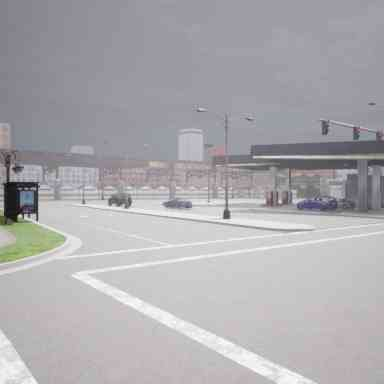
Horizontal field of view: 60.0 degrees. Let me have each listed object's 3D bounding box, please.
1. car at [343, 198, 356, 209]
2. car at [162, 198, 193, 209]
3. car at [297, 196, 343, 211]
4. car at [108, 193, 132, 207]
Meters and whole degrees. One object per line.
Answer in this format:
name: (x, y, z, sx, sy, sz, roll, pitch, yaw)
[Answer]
car: (18.617, 1.456, 42.259, 1.970, 1.475, 3.806, 0, 0, -35)
car: (-2.039, 1.547, 45.018, 2.033, 1.411, 5.357, 0, 0, -35)
car: (14.343, 1.295, 38.345, 2.242, 1.667, 4.611, 0, 0, -35)
car: (-11.347, 1.222, 52.236, 2.150, 2.045, 5.566, 0, 0, -35)
